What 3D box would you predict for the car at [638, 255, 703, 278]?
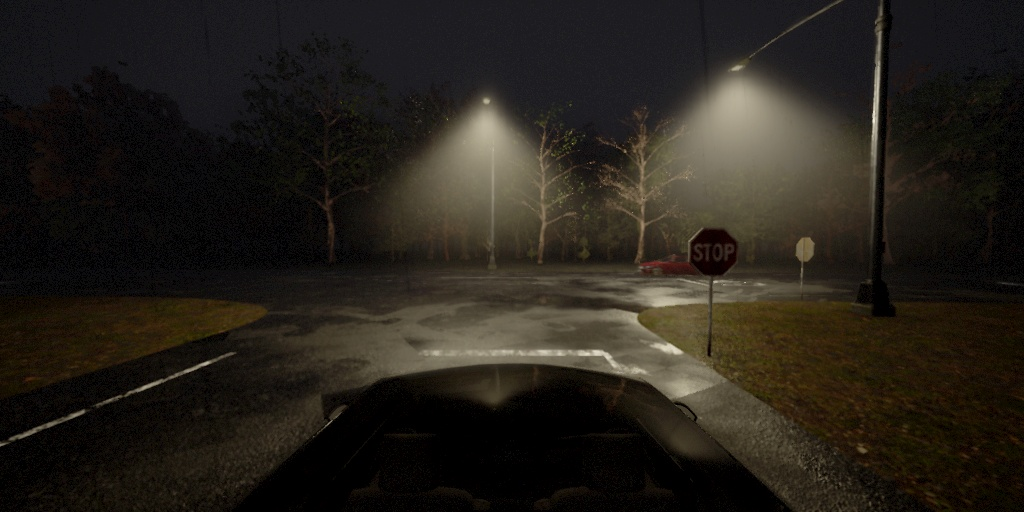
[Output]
[{"bbox_3d":[10.657,0.663,23.389,4.674,1.442,1.812,0,2,0],"label":"car"}]
